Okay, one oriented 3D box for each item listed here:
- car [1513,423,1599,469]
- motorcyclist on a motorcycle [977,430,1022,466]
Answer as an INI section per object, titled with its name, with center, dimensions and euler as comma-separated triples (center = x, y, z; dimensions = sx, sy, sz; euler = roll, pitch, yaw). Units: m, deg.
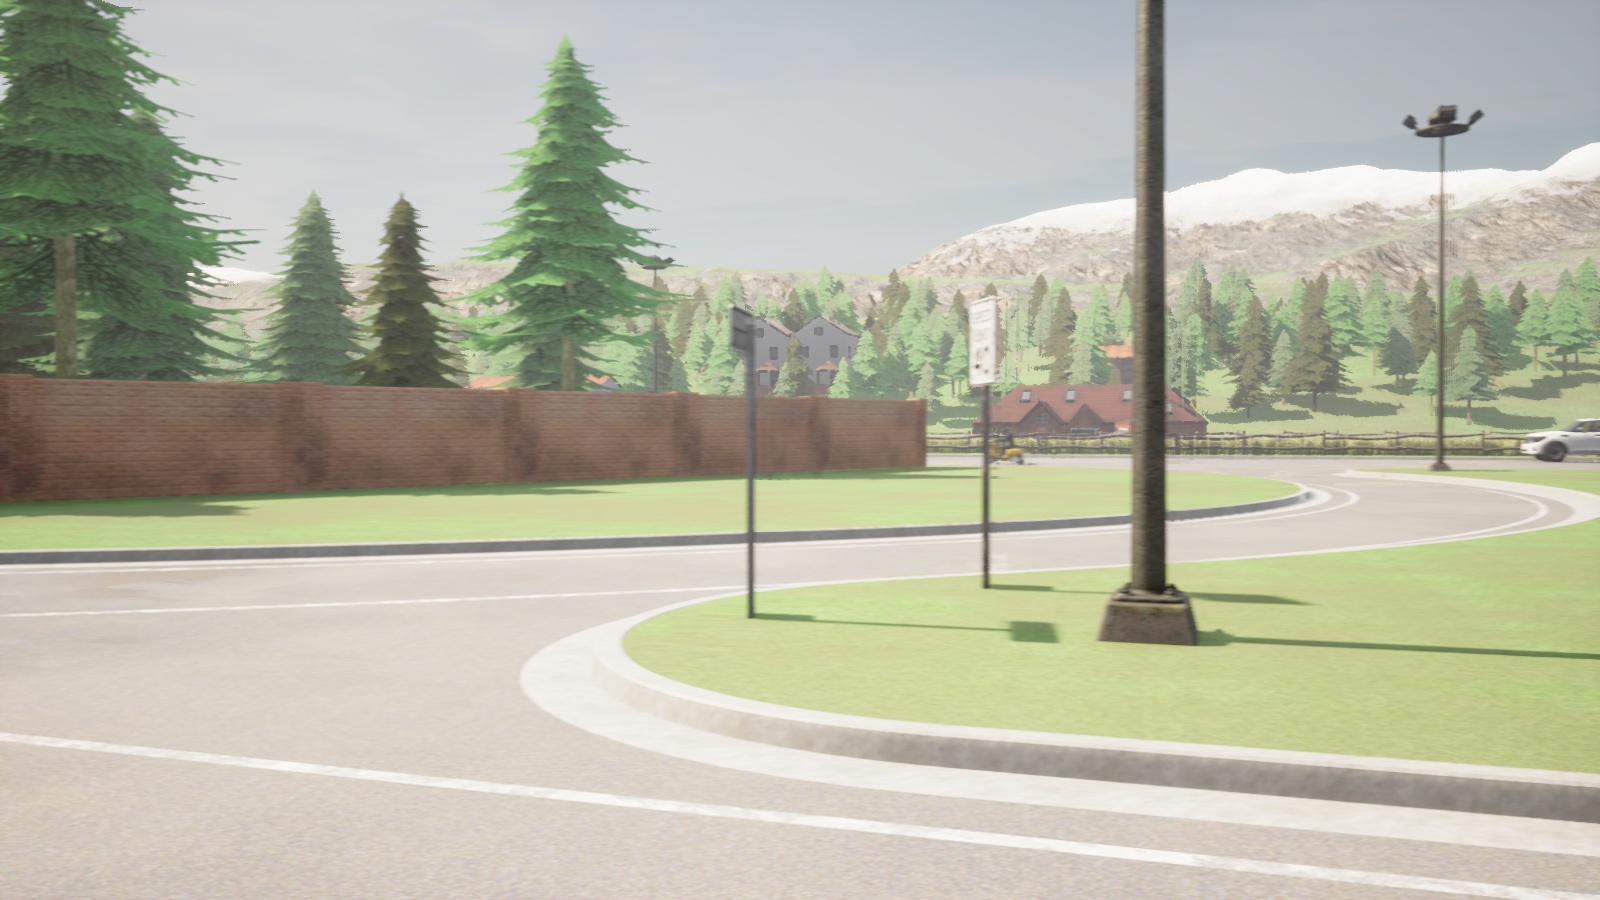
[car]
center = 35.848, -0.195, 57.165
dimensions = 5.566, 2.045, 2.150
euler = 1, 1, 19
[motorcyclist on a motorcycle]
center = 8.768, -0.099, 55.273
dimensions = 1.817, 1.590, 0.866
euler = 1, 1, 19
